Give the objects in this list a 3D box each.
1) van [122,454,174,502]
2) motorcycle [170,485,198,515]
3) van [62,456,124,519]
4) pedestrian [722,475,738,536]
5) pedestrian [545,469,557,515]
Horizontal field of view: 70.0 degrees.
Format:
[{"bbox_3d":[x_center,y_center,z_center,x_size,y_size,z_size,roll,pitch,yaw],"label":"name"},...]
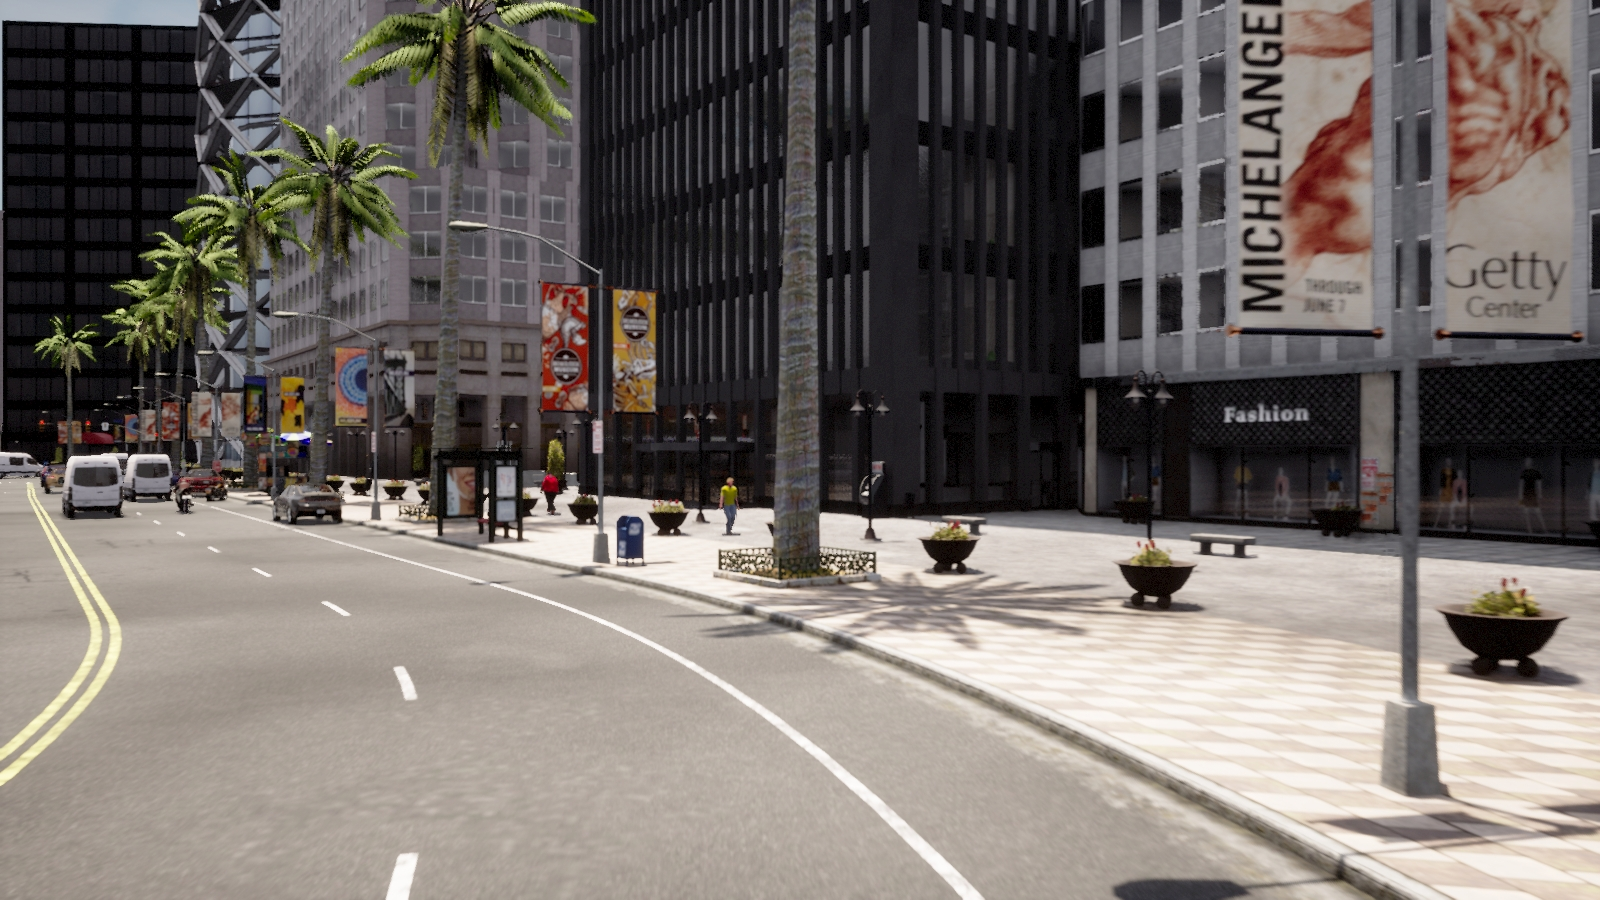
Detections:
[{"bbox_3d":[-36.824,1.542,64.454,1.988,2.561,5.915,0,0,-35],"label":"van"},{"bbox_3d":[-27.661,2.211,51.294,0.867,1.251,2.209,0,0,-35],"label":"motorcycle"},{"bbox_3d":[-30.770,1.541,49.626,1.988,2.561,5.915,0,0,-35],"label":"van"},{"bbox_3d":[-2.177,1.704,35.360,0.375,1.860,0.375,0,0,-24],"label":"pedestrian"},{"bbox_3d":[-10.205,1.704,46.778,0.375,1.860,0.375,0,0,-31],"label":"pedestrian"}]
